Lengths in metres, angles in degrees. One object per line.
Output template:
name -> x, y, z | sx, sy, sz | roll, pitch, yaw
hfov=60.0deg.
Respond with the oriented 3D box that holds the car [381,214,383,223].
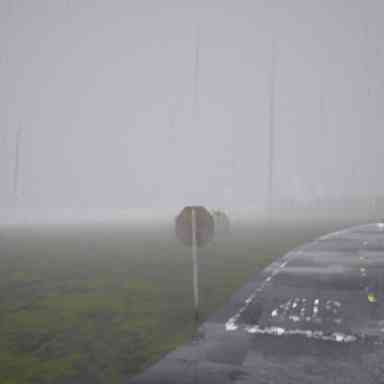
car -> 24.195, 2.928, 39.965 | 1.837, 1.490, 4.892 | -5, -5, 43
